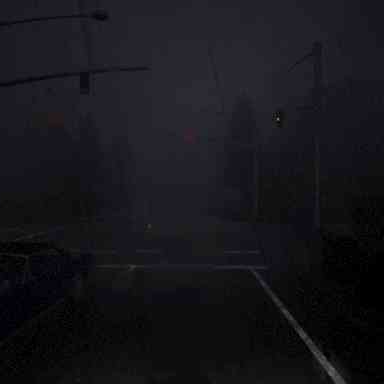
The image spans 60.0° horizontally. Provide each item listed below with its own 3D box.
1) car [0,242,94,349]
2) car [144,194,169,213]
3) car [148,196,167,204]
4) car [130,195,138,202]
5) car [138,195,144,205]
[{"bbox_3d":[-3.315,1.601,5.500,1.895,1.301,4.718,0,0,3],"label":"car"},{"bbox_3d":[-3.753,1.221,37.172,2.150,2.045,5.566,0,0,-2],"label":"car"},{"bbox_3d":[-6.724,1.547,64.768,2.033,1.411,5.357,0,0,-26],"label":"car"},{"bbox_3d":[-12.428,1.433,73.166,5.008,1.535,1.882,0,0,42],"label":"car"},{"bbox_3d":[-7.450,1.506,57.160,1.837,1.490,4.892,0,0,-21],"label":"car"}]
